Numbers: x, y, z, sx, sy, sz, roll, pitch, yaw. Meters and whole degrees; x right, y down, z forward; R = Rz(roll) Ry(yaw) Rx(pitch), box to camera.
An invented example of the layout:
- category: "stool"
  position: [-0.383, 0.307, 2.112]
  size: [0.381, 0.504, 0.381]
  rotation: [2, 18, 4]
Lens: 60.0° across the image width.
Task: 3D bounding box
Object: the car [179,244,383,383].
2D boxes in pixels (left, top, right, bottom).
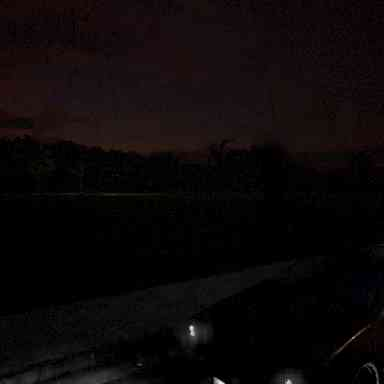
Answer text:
- category: "car"
  position: [2.469, 1.543, 4.835]
  size: [5.357, 1.411, 2.033]
  rotation: [0, 0, -36]
